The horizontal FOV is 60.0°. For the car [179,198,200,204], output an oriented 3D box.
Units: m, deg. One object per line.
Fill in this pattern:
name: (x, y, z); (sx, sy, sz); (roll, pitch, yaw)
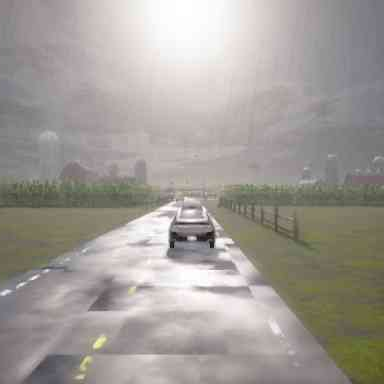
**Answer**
car: (0.000, 1.531, 29.692); (1.837, 1.490, 4.892); (0, 0, 0)

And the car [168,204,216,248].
car: (0.000, 1.497, 14.691); (2.128, 1.511, 4.902); (0, 0, 0)

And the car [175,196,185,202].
car: (-2.750, 1.594, 76.737); (1.837, 1.490, 4.892); (0, 0, 0)
